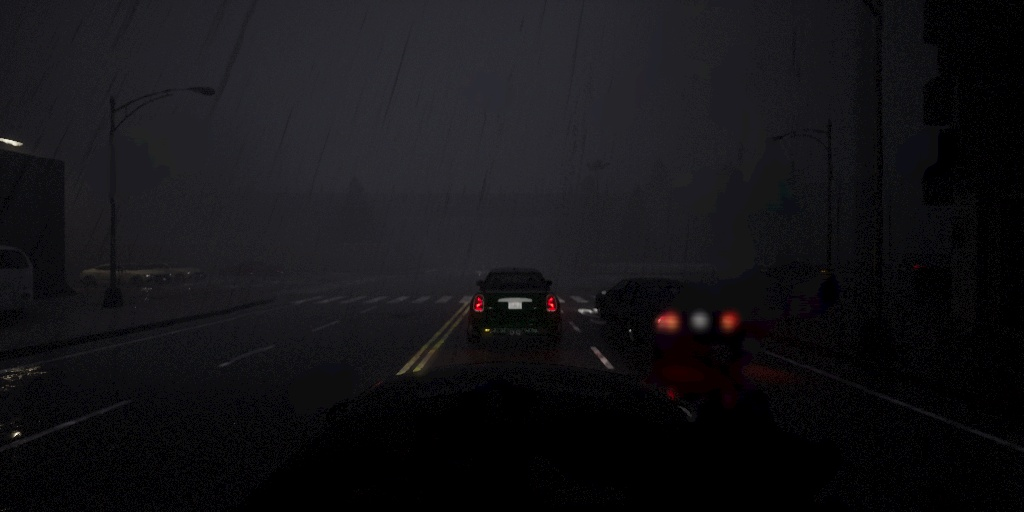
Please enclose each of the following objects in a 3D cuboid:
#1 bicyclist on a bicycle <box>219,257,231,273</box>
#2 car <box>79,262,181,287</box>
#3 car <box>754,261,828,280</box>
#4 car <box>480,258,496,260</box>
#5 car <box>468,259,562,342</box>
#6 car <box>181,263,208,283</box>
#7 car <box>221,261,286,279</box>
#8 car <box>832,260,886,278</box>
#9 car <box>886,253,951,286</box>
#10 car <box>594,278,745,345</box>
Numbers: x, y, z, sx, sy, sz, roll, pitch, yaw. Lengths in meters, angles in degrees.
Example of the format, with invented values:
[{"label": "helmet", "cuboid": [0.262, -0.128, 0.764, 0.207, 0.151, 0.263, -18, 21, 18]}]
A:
[{"label": "bicyclist on a bicycle", "cuboid": [-29.416, 0.902, 36.800, 0.582, 1.620, 1.656, 0, 0, 0]}, {"label": "car", "cuboid": [-23.975, 1.165, 22.319, 4.674, 1.442, 1.812, 0, 0, 0]}, {"label": "car", "cuboid": [22.400, 1.147, 29.122, 4.674, 1.442, 1.812, 0, 0, 7]}, {"label": "car", "cuboid": [-3.581, 1.119, 47.525, 2.128, 1.511, 4.902, 0, 0, 0]}, {"label": "car", "cuboid": [0.062, 1.080, 9.820, 2.097, 1.767, 4.553, 0, 0, 0]}, {"label": "car", "cuboid": [-24.668, 1.156, 25.826, 4.674, 1.442, 1.812, 0, 0, 0]}, {"label": "car", "cuboid": [-21.236, 1.146, 29.544, 4.674, 1.442, 1.812, 0, 0, 0]}, {"label": "car", "cuboid": [29.572, 1.120, 31.145, 4.892, 1.490, 1.837, 0, 0, 18]}, {"label": "car", "cuboid": [26.587, 0.864, 21.227, 5.566, 2.045, 2.150, 0, 0, 15]}, {"label": "car", "cuboid": [3.589, 1.277, 9.336, 2.033, 1.411, 5.357, 0, 0, 0]}]
